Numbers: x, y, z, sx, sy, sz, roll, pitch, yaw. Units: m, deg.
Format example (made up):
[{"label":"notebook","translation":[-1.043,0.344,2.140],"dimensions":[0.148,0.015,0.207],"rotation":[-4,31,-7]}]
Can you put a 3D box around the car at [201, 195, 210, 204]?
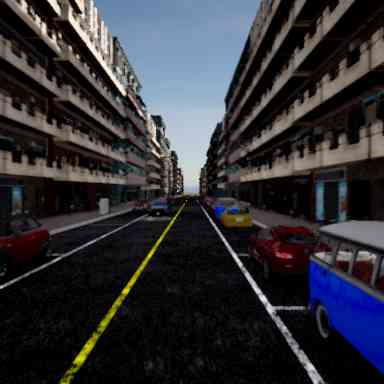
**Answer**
[{"label":"car","translation":[2.701,1.588,49.375],"dimensions":[1.887,1.381,4.507],"rotation":[-1,0,0]}]

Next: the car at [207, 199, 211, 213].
[{"label":"car","translation":[2.695,1.603,32.321],"dimensions":[1.802,1.307,4.206],"rotation":[-1,0,0]}]

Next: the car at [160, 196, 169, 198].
[{"label":"car","translation":[-5.674,1.586,60.582],"dimensions":[1.752,1.417,4.829],"rotation":[-1,0,0]}]

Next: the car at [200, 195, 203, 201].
[{"label":"car","translation":[2.704,1.635,55.060],"dimensions":[1.802,1.307,4.206],"rotation":[-1,0,0]}]

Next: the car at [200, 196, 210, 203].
[{"label":"car","translation":[2.711,1.635,72.114],"dimensions":[2.008,1.369,4.403],"rotation":[-1,0,0]}]

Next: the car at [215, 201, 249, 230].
[{"label":"car","translation":[2.689,1.536,21.122],"dimensions":[1.752,1.417,4.829],"rotation":[-1,0,0]}]

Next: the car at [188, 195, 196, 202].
[{"label":"car","translation":[0.034,1.448,79.353],"dimensions":[1.882,1.535,5.008],"rotation":[0,0,0]}]

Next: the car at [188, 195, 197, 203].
[{"label":"car","translation":[0.030,1.575,68.934],"dimensions":[1.837,1.490,4.892],"rotation":[0,0,0]}]

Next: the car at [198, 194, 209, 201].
[{"label":"car","translation":[2.705,1.388,66.430],"dimensions":[2.192,1.841,5.009],"rotation":[-1,0,0]}]

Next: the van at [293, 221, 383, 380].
[{"label":"van","translation":[2.683,1.343,3.897],"dimensions":[1.690,1.788,3.998],"rotation":[-1,0,0]}]

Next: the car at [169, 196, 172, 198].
[{"label":"car","translation":[-5.672,1.622,66.437],"dimensions":[2.008,1.369,4.403],"rotation":[-1,0,0]}]

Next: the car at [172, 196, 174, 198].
[{"label":"car","translation":[-5.668,1.639,77.806],"dimensions":[1.887,1.381,4.507],"rotation":[-1,0,0]}]

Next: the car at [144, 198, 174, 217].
[{"label":"car","translation":[-3.009,1.568,32.380],"dimensions":[2.033,1.411,5.357],"rotation":[0,0,0]}]

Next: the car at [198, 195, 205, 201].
[{"label":"car","translation":[2.720,1.664,95.023],"dimensions":[1.752,1.417,4.829],"rotation":[-1,0,0]}]

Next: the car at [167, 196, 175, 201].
[{"label":"car","translation":[-5.662,1.666,89.176],"dimensions":[1.887,1.381,4.507],"rotation":[-1,0,0]}]

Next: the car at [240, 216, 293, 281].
[{"label":"car","translation":[2.685,1.586,9.582],"dimensions":[1.802,1.307,4.206],"rotation":[-1,0,0]}]

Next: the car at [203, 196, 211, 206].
[{"label":"car","translation":[2.700,1.617,43.691],"dimensions":[1.802,1.307,4.206],"rotation":[-1,0,0]}]

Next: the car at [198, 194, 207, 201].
[{"label":"car","translation":[2.715,1.438,89.169],"dimensions":[2.192,1.841,5.009],"rotation":[-1,0,0]}]

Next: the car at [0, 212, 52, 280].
[{"label":"car","translation":[-5.706,1.442,9.588],"dimensions":[1.967,1.590,4.097],"rotation":[-1,0,0]}]

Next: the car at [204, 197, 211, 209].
[{"label":"car","translation":[2.697,1.594,38.006],"dimensions":[1.947,1.339,4.313],"rotation":[-1,0,0]}]

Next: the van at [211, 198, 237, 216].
[{"label":"van","translation":[2.690,1.357,26.637],"dimensions":[1.690,1.788,3.998],"rotation":[-1,0,0]}]

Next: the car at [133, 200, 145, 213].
[{"label":"car","translation":[-5.683,1.608,38.012],"dimensions":[1.802,1.307,4.206],"rotation":[-1,0,0]}]
